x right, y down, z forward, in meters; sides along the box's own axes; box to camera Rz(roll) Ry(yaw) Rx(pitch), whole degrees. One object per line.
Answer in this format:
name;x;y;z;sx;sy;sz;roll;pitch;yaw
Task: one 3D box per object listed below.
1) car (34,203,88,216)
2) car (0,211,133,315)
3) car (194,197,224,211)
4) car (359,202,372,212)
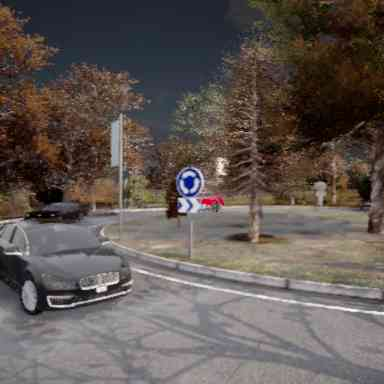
car;-8.212;1.359;20.522;1.895;1.301;4.718;0;1;5
car;-3.212;1.414;7.557;1.837;1.490;4.892;0;1;-43
car;0.650;0.918;33.983;5.566;2.045;2.150;0;1;-27
car;18.620;1.293;31.948;4.674;1.442;1.812;2;1;42
